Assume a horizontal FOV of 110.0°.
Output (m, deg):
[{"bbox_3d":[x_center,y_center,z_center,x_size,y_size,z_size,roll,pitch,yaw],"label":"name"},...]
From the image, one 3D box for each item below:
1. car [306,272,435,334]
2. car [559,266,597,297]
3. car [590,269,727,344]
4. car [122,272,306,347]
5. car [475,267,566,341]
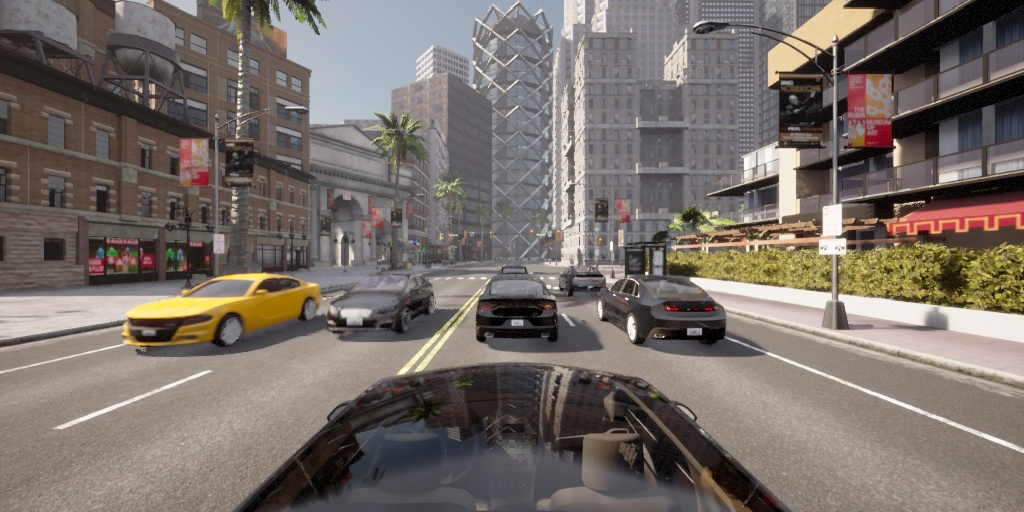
[{"bbox_3d":[-3.590,1.241,10.644,2.128,1.511,4.902,0,0,0],"label":"car"},{"bbox_3d":[3.605,1.241,18.934,2.128,1.511,4.902,0,0,0],"label":"car"},{"bbox_3d":[3.611,1.255,9.529,1.837,1.490,4.892,0,0,0],"label":"car"},{"bbox_3d":[-7.093,1.227,9.504,1.882,1.535,5.008,0,0,0],"label":"car"},{"bbox_3d":[0.110,1.228,9.884,1.882,1.535,5.008,0,0,0],"label":"car"}]
